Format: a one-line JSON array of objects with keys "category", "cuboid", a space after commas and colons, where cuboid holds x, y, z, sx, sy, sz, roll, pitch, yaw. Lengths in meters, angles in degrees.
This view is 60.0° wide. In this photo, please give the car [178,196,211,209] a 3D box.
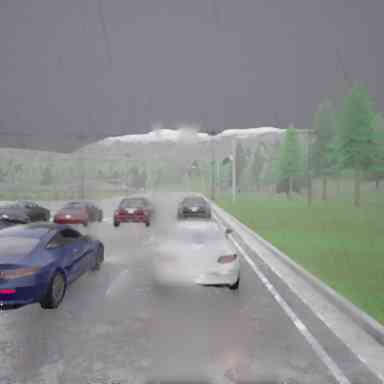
[{"category": "car", "cuboid": [0.134, 1.060, 21.973, 2.097, 1.767, 4.553, 0, 1, 0]}]

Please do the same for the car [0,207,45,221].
[{"category": "car", "cuboid": [-6.884, 1.412, 10.310, 2.033, 1.411, 5.357, 0, 1, 0]}]

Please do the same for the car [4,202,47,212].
[{"category": "car", "cuboid": [-10.375, 1.295, 20.514, 1.994, 1.385, 4.181, 0, 1, 1]}]

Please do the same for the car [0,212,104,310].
[{"category": "car", "cuboid": [-3.388, 1.426, 7.458, 1.812, 1.442, 4.674, 0, 1, 0]}]

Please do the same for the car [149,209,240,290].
[{"category": "car", "cuboid": [0.112, 1.410, 8.602, 1.812, 1.442, 4.674, 0, 1, 0]}]

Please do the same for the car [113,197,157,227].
[{"category": "car", "cuboid": [-3.371, 1.080, 20.553, 2.097, 1.767, 4.553, 0, 1, 0]}]

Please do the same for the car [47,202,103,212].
[{"category": "car", "cuboid": [-6.871, 1.294, 20.498, 1.994, 1.385, 4.181, 0, 1, 0]}]
